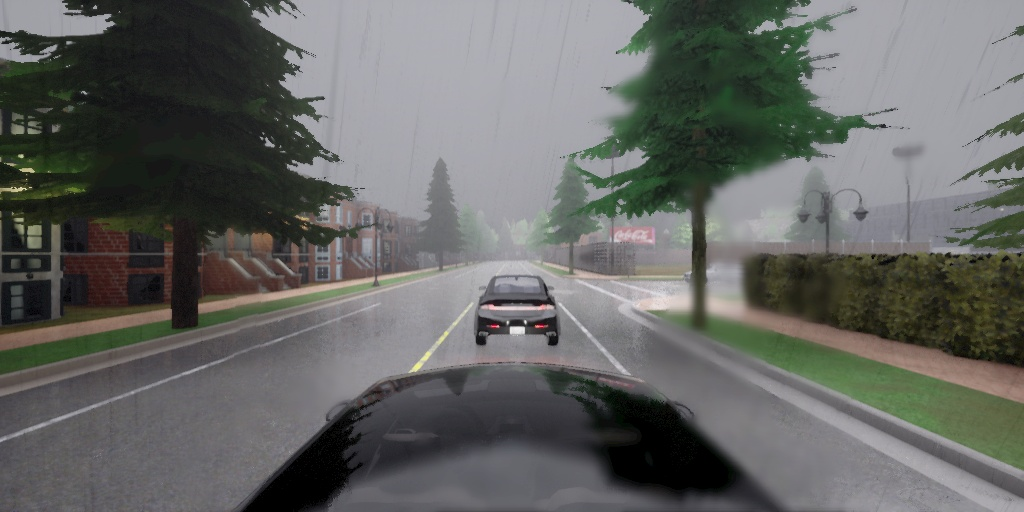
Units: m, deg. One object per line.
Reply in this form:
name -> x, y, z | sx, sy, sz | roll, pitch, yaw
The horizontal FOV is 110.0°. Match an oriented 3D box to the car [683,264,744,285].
car -> 14.161, 1.268, 24.449 | 4.674, 1.442, 1.812 | 0, 0, 1

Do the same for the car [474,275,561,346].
car -> 0.122, 1.231, 9.379 | 2.128, 1.511, 4.902 | 0, 0, 0
